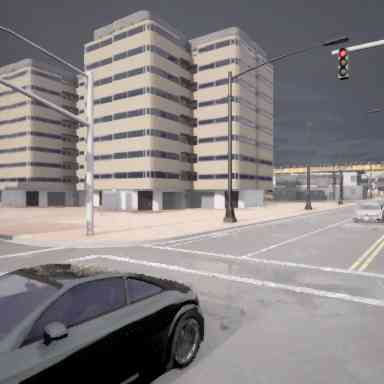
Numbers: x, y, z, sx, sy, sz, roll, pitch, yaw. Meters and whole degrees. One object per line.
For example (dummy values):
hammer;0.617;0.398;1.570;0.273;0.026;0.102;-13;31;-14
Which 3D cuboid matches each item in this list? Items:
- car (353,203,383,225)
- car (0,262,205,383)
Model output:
car;13.268;1.537;24.678;1.812;1.442;4.674;0;0;35
car;-1.628;1.566;3.641;1.994;1.385;4.181;0;0;35
